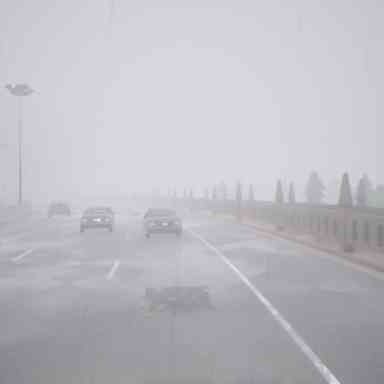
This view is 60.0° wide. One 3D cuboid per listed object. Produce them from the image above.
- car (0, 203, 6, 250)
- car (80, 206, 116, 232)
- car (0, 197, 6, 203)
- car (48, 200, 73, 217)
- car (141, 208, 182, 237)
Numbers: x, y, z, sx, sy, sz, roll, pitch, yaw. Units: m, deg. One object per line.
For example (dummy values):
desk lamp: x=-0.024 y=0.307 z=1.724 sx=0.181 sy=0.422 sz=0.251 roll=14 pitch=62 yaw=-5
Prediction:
car: x=-7.681 y=1.379 z=9.998 sx=2.097 sy=1.767 sz=4.553 roll=0 pitch=0 yaw=-6
car: x=-5.723 y=1.565 z=20.403 sx=2.033 sy=1.411 sz=5.357 roll=0 pitch=0 yaw=-12
car: x=-29.187 y=1.452 z=49.856 sx=2.097 sy=1.767 sz=4.553 roll=0 pitch=0 yaw=-32
car: x=-12.507 y=1.532 z=31.672 sx=2.128 sy=1.511 sz=4.902 roll=0 pitch=0 yaw=-18
car: x=-1.710 y=1.550 z=18.093 sx=2.033 sy=1.411 sz=5.357 roll=0 pitch=0 yaw=-10
